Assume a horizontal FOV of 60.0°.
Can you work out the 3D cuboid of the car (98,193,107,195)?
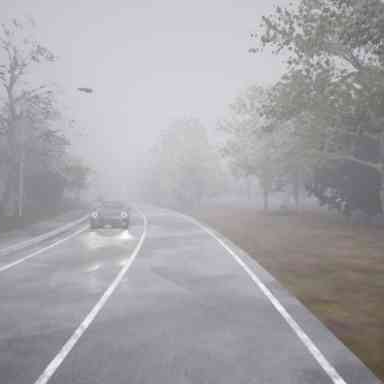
[{"bbox_3d":[-16.159,1.049,60.070,1.837,1.490,4.892,2,0,-23],"label":"car"}]

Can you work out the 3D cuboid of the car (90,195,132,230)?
[{"bbox_3d":[-4.781,1.247,20.103,2.097,1.767,4.553,0,0,-8],"label":"car"}]
